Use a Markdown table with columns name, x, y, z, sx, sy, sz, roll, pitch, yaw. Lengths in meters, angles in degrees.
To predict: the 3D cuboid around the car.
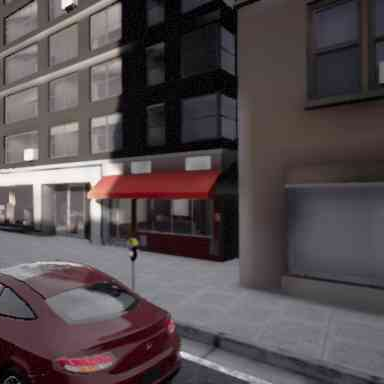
| name | x | y | z | sx | sy | sz | roll | pitch | yaw |
| --- | --- | --- | --- | --- | --- | --- | --- | --- | --- |
| car | -2.064 | 1.573 | 4.336 | 4.206 | 1.307 | 1.802 | 0 | 0 | 36 |
